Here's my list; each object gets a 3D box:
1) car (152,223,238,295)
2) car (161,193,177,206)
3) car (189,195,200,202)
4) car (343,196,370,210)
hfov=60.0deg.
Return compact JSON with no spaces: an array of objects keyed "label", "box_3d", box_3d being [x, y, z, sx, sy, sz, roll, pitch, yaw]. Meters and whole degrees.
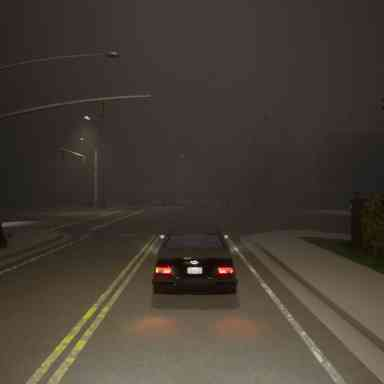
[{"label":"car","box_3d":[0.060,1.547,8.872,2.033,1.411,5.357,0,0,0]},{"label":"car","box_3d":[-3.681,1.221,53.908,2.150,2.045,5.566,0,0,0]},{"label":"car","box_3d":[0.611,1.524,78.885,1.812,1.442,4.674,0,0,12]},{"label":"car","box_3d":[20.156,1.306,38.780,4.553,1.767,2.097,0,0,-1]}]
